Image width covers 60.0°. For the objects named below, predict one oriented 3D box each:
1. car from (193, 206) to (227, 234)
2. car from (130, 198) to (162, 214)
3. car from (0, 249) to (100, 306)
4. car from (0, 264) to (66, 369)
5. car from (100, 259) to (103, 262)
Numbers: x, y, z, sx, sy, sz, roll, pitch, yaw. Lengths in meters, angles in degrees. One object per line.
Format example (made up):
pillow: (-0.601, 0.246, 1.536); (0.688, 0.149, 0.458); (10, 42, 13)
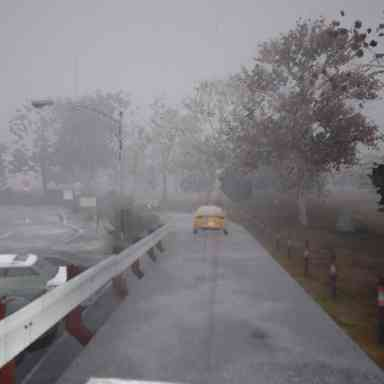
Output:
car: (1.081, 1.584, 20.369); (1.882, 1.535, 5.008); (0, 0, 2)
car: (-5.432, 1.448, 36.346); (4.553, 1.767, 2.097); (0, 3, 41)
car: (-6.361, 3.359, 12.062); (5.566, 2.045, 2.435); (0, 4, -17)
car: (-6.569, 3.576, 9.016); (5.566, 2.045, 2.435); (0, 5, -17)
car: (-6.203, 3.423, 15.094); (4.792, 1.488, 2.163); (0, 4, -17)
